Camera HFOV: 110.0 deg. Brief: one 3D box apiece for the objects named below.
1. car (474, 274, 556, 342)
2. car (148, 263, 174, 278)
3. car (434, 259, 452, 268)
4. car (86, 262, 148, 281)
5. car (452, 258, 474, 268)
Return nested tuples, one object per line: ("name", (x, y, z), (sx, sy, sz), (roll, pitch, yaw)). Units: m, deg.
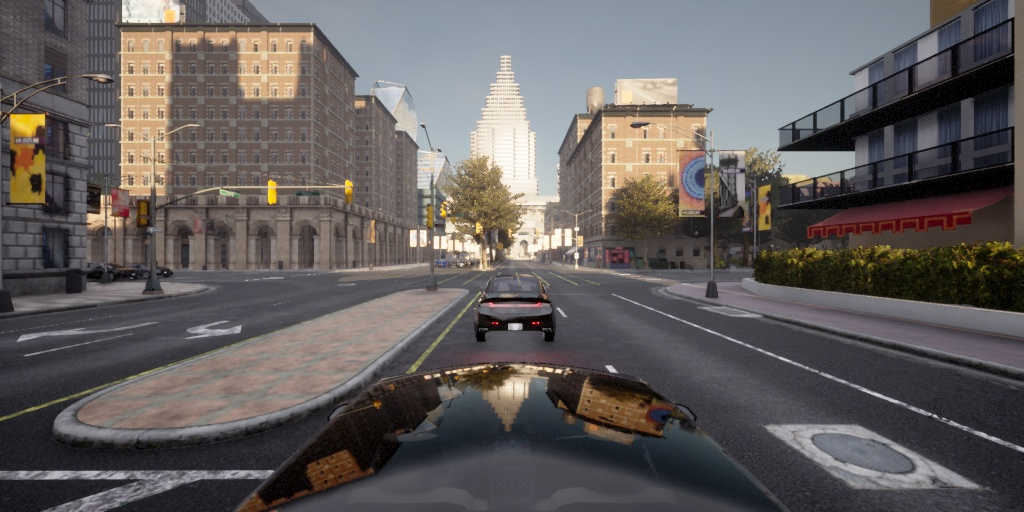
("car", (0.080, 1.242, 9.796), (2.128, 1.511, 4.902), (0, 0, 0))
("car", (-33.633, 1.314, 32.712), (4.181, 1.385, 1.994), (0, 0, -1))
("car", (-11.550, 1.227, 60.028), (1.882, 1.535, 5.008), (0, 0, 0))
("car", (-33.346, 1.228, 29.219), (5.008, 1.535, 1.882), (0, 0, 0))
("car", (-8.053, 1.241, 59.613), (2.128, 1.511, 4.902), (0, 0, 0))
